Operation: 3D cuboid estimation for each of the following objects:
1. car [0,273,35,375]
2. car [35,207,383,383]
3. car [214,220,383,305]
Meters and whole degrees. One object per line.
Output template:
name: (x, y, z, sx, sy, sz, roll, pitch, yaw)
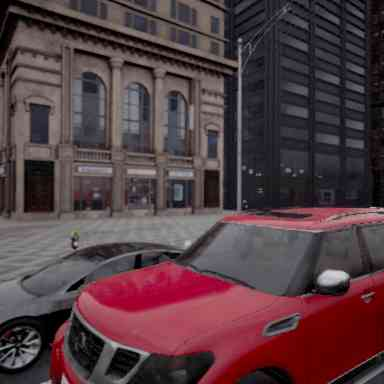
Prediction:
car: (-1.431, 1.585, 5.629, 4.313, 1.339, 1.947, 1, -1, -35)
car: (1.255, 1.254, 4.270, 5.566, 2.045, 2.150, 1, 0, -35)
car: (3.025, 1.598, 8.803, 4.829, 1.417, 1.752, 1, -1, -35)
